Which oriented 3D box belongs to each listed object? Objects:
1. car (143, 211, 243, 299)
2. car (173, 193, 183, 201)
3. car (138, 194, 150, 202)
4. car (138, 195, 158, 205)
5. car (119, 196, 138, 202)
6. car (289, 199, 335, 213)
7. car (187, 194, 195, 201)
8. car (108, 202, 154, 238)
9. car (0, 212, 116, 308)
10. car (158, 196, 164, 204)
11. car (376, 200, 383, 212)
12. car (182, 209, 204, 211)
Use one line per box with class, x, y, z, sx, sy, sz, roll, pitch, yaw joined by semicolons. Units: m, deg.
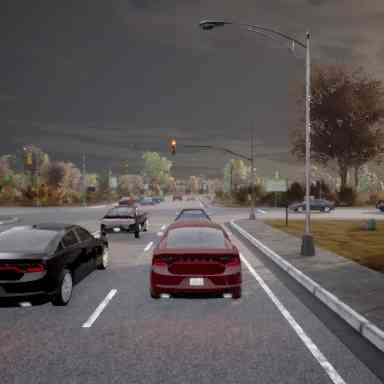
car;0.076;1.478;8.518;1.882;1.535;5.008;0;0;0
car;-3.761;1.217;85.344;2.150;2.045;5.566;0;0;0
car;-10.731;1.355;74.445;2.097;1.767;4.553;0;0;0
car;-7.259;1.525;55.347;1.812;1.442;4.674;0;0;0
car;-10.753;1.477;54.957;1.882;1.535;5.008;0;0;0
car;13.267;1.505;36.912;4.892;1.490;1.837;0;0;3
car;-0.262;1.348;85.711;2.097;1.767;4.553;0;0;0
car;-3.445;1.491;17.527;2.128;1.511;4.902;0;0;-1
car;-3.422;1.478;8.041;1.882;1.535;5.008;0;0;0
car;-7.240;1.547;64.939;2.033;1.411;5.357;0;0;0
car;23.265;1.212;36.401;5.566;2.045;2.150;0;0;3
car;0.049;1.564;17.507;1.994;1.385;4.181;0;0;0
